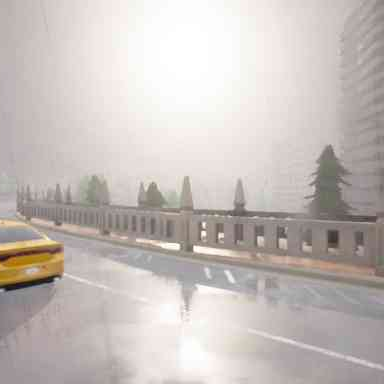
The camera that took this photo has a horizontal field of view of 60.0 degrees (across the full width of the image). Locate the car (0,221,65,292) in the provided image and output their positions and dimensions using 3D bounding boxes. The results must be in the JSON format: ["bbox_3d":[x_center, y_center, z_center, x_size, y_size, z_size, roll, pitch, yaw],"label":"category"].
[{"bbox_3d":[-5.152,1.493,8.535,5.008,1.535,1.882,0,0,42],"label":"car"}]
